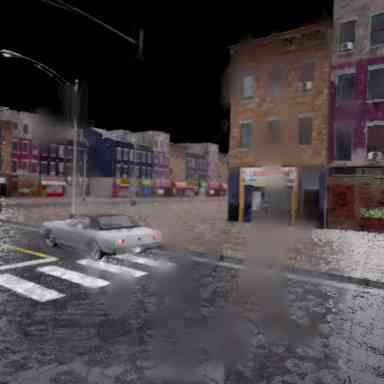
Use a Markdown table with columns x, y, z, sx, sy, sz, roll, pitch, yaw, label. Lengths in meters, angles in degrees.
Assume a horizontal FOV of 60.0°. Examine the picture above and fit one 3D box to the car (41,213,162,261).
| x | y | z | sx | sy | sz | roll | pitch | yaw | label |
| --- | --- | --- | --- | --- | --- | --- | --- | --- | --- |
| -3.253 | 1.359 | 11.295 | 4.718 | 1.301 | 1.895 | 2 | 1 | 42 | car |
